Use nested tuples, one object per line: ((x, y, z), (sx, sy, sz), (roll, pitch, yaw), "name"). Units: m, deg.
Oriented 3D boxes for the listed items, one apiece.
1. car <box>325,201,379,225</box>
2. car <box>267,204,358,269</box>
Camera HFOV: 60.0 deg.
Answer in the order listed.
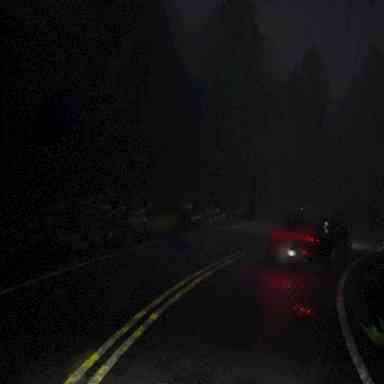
((8.643, 1.197, 19.576), (4.718, 1.301, 1.895), (0, 5, -26), "car")
((4.086, 1.414, 11.207), (1.837, 1.490, 4.892), (4, 3, 33), "car")
